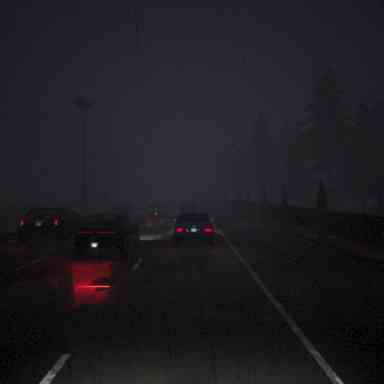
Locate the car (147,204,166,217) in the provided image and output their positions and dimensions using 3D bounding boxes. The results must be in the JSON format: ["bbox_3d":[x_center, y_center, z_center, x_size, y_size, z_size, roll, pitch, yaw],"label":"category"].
[{"bbox_3d":[-3.696,1.886,35.213,1.895,1.301,4.718,0,0,-3],"label":"car"}]

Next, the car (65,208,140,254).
[{"bbox_3d":[-3.421,1.619,14.065,1.837,1.490,4.892,0,-1,0],"label":"car"}]

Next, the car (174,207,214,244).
[{"bbox_3d":[0.077,1.681,16.463,2.033,1.411,5.357,0,0,0],"label":"car"}]

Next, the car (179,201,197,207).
[{"bbox_3d":[-0.443,1.788,38.344,1.882,1.535,5.008,0,0,-5],"label":"car"}]

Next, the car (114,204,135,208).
[{"bbox_3d":[-7.196,1.886,35.217,1.895,1.301,4.718,0,0,-3],"label":"car"}]

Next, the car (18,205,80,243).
[{"bbox_3d":[-6.925,1.492,17.124,2.097,1.767,4.553,0,0,0],"label":"car"}]

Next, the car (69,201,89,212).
[{"bbox_3d":[-15.763,1.942,46.651,1.994,1.385,4.181,0,0,-9],"label":"car"}]
